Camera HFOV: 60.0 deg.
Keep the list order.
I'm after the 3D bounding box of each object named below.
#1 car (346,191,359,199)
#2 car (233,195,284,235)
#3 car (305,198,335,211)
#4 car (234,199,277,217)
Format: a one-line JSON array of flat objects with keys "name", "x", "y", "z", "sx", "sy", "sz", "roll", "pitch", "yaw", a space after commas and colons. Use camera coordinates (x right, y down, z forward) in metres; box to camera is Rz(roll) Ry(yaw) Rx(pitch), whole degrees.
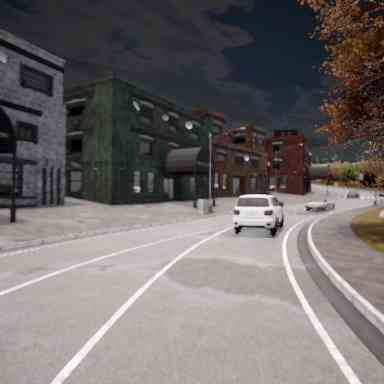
[{"name": "car", "x": 30.523, "y": 0.529, "z": 63.086, "sx": 1.837, "sy": 1.490, "sz": 4.892, "roll": 0, "pitch": 1, "yaw": 33}, {"name": "car", "x": 3.872, "y": 1.162, "z": 18.796, "sx": 2.150, "sy": 2.045, "sz": 5.566, "roll": 0, "pitch": 0, "yaw": 21}, {"name": "car", "x": 13.744, "y": 1.315, "z": 35.394, "sx": 1.895, "sy": 1.301, "sz": 4.718, "roll": -1, "pitch": 1, "yaw": 38}, {"name": "car", "x": 6.035, "y": 1.397, "z": 31.058, "sx": 2.033, "sy": 1.411, "sz": 5.357, "roll": 0, "pitch": 0, "yaw": 33}]
